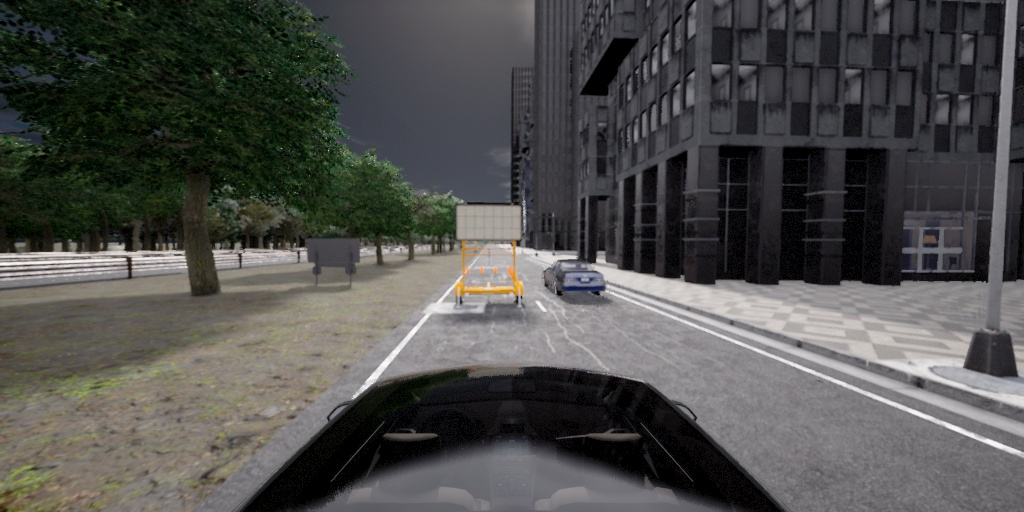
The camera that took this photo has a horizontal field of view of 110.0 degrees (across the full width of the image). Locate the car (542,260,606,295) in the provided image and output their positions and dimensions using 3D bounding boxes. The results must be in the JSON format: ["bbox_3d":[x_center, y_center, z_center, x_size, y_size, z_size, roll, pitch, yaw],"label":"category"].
[{"bbox_3d":[2.567,0.861,15.953,2.033,1.411,5.357,0,2,-4],"label":"car"}]

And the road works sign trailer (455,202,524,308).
[{"bbox_3d":[-0.841,-0.147,13.141,2.380,3.560,2.880,0,0,-4],"label":"road works sign trailer"}]
